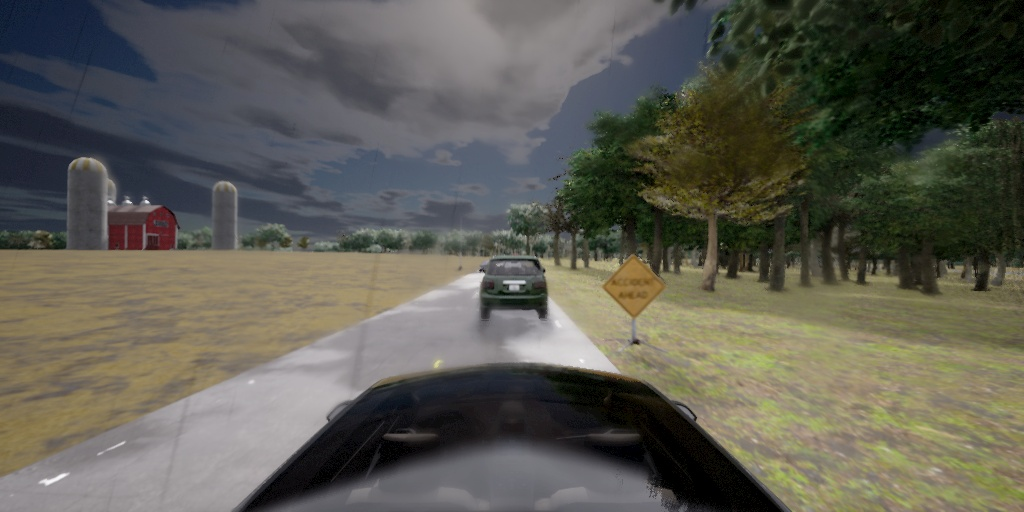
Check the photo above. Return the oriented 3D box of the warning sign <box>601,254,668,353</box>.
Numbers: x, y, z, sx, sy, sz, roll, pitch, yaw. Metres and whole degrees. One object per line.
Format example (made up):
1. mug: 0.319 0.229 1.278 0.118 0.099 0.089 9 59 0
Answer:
1. warning sign: 2.448 0.892 7.202 1.300 1.860 1.060 0 0 0

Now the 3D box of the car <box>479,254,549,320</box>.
1. car: 0.082 1.017 13.017 2.150 2.045 5.566 0 0 0

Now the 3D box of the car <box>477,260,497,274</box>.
1. car: -2.852 1.260 42.642 2.033 1.411 5.357 0 0 0
